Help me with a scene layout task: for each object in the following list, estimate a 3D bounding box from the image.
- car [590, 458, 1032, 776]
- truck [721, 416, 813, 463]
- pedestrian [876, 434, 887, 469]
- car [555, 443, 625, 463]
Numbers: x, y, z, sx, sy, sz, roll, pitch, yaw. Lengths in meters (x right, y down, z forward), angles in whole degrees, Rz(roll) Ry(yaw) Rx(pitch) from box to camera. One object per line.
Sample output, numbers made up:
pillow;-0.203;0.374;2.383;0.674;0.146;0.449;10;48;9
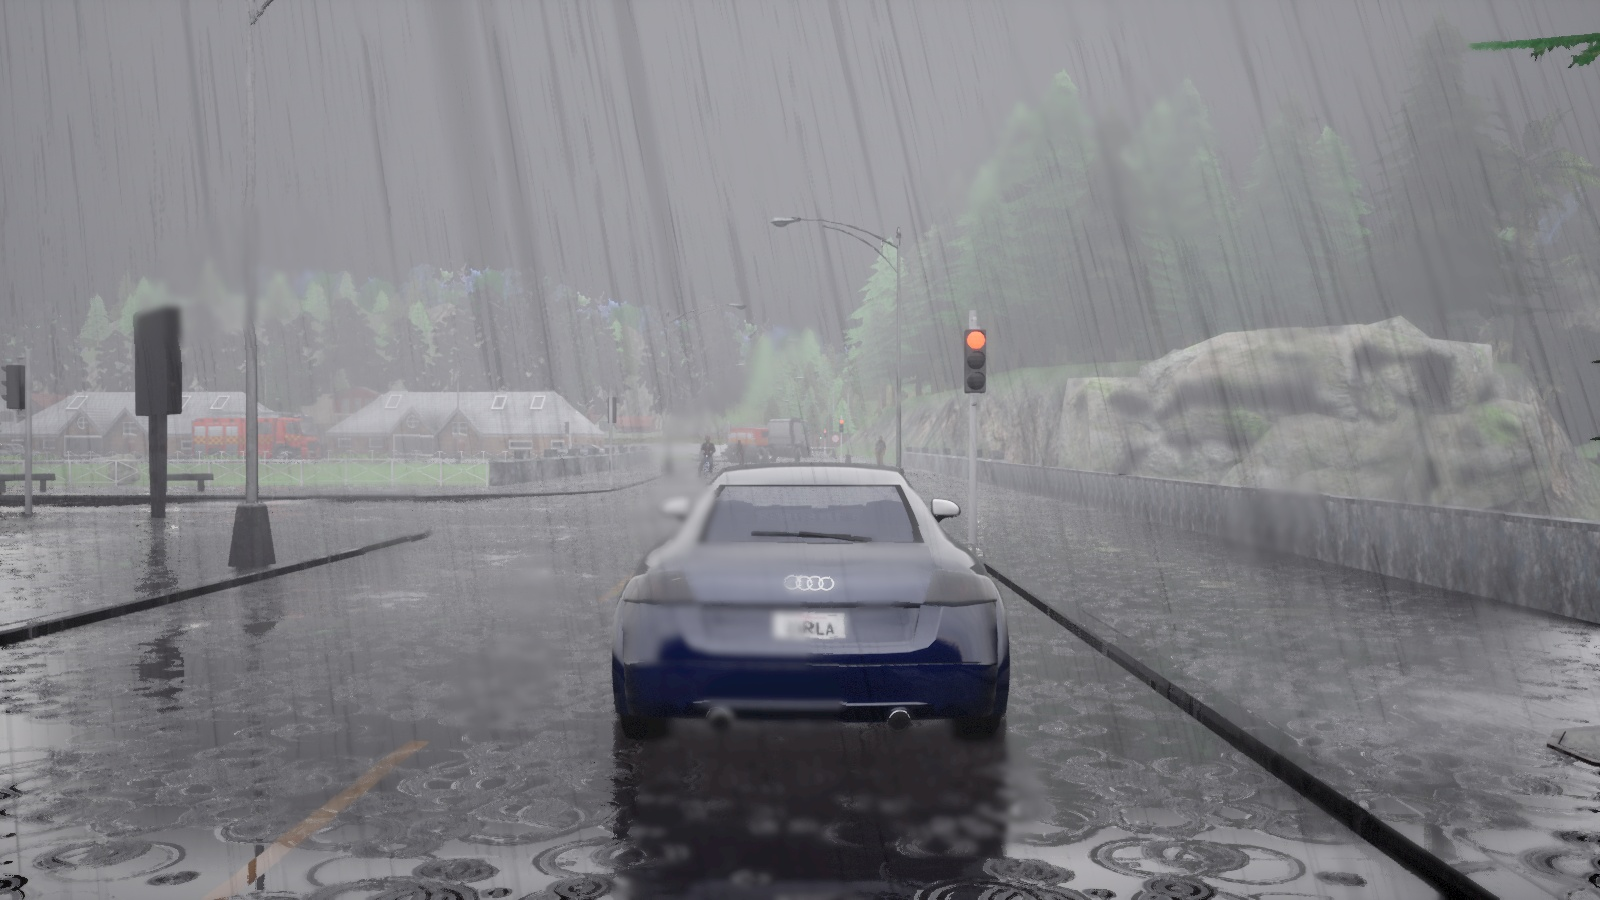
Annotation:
car;0.066;0.767;7.763;1.994;1.385;4.181;0;0;1
truck;-2.447;-0.783;96.657;2.891;3.462;7.936;0;1;36
pedestrian;4.329;0.083;66.761;0.540;1.848;0.694;0;0;1
car;-15.556;0.209;93.071;4.792;1.488;2.163;0;0;0
